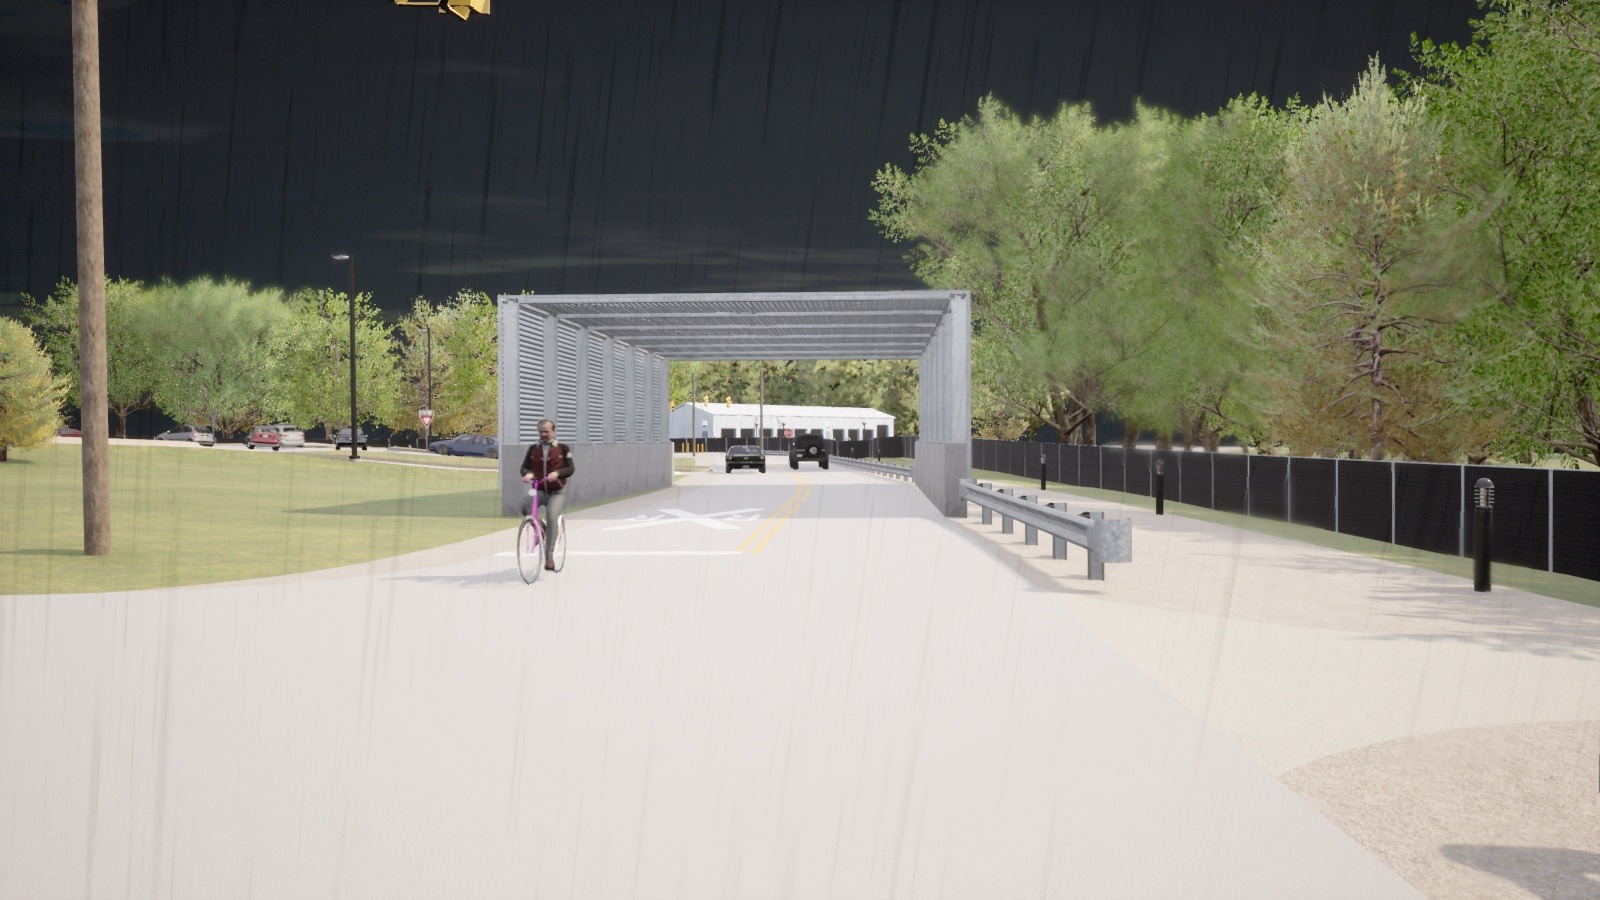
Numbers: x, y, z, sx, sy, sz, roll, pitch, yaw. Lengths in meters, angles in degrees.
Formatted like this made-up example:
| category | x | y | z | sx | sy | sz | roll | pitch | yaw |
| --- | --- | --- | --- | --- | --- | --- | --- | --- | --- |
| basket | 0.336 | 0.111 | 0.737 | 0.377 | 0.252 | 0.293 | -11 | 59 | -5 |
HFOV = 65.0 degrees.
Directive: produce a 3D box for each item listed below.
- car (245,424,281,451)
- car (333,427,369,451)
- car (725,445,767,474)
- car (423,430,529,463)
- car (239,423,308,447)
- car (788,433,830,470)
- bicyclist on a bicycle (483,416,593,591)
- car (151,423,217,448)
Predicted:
| category | x | y | z | sx | sy | sz | roll | pitch | yaw |
| --- | --- | --- | --- | --- | --- | --- | --- | --- | --- |
| car | -34.127 | -0.794 | 79.767 | 1.789 | 1.549 | 3.705 | 4 | -2 | -26 |
| car | -28.155 | -0.705 | 78.787 | 2.033 | 1.411 | 5.357 | -1 | 1 | -20 |
| car | -2.575 | 0.436 | 59.081 | 1.895 | 1.301 | 4.718 | 0 | 0 | -4 |
| car | -18.045 | -0.211 | 69.967 | 5.357 | 1.411 | 2.033 | 4 | 1 | 15 |
| car | -37.428 | -1.091 | 89.285 | 4.611 | 1.667 | 2.242 | 1 | 2 | 33 |
| car | 0.448 | 0.044 | 66.417 | 1.905 | 1.878 | 3.866 | 0 | 1 | -4 |
| bicyclist on a bicycle | -2.821 | 0.539 | 13.711 | 0.659 | 1.776 | 1.843 | -1 | 0 | 4 |
| car | -42.371 | -0.996 | 86.337 | 3.988 | 1.617 | 1.851 | 1 | -2 | 22 |
